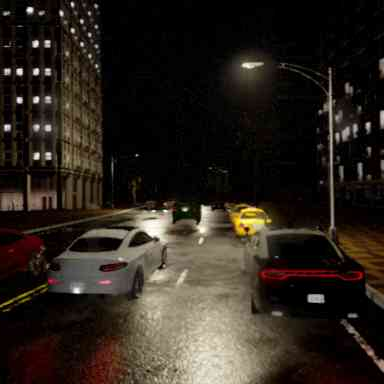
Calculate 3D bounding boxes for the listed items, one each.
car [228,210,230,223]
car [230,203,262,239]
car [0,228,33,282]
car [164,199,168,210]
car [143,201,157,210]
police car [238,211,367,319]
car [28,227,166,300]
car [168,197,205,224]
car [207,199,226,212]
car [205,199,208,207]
[{"bbox_3d":[3.635,1.605,23.996,1.801,1.575,5.366,-1,0,4],"label":"car"},{"bbox_3d":[3.183,1.563,17.918,1.801,1.575,5.366,-1,0,5],"label":"car"},{"bbox_3d":[-5.403,1.648,8.134,1.812,1.442,4.674,-1,0,6],"label":"car"},{"bbox_3d":[-3.176,1.797,51.032,2.097,1.767,4.553,-1,0,0],"label":"car"},{"bbox_3d":[-6.409,2.032,51.474,2.033,1.411,5.357,-1,0,0],"label":"car"},{"bbox_3d":[2.203,1.463,7.726,1.930,1.638,5.238,-1,0,6],"label":"police car"},{"bbox_3d":[-1.902,1.613,8.538,1.812,1.442,4.674,-1,0,6],"label":"car"},{"bbox_3d":[-0.348,1.438,27.013,2.150,2.045,5.566,-1,0,3],"label":"car"},{"bbox_3d":[3.517,1.870,45.113,2.033,1.411,5.357,-1,0,1],"label":"car"},{"bbox_3d":[3.262,2.008,63.404,1.812,1.442,4.674,-1,0,-2],"label":"car"}]
